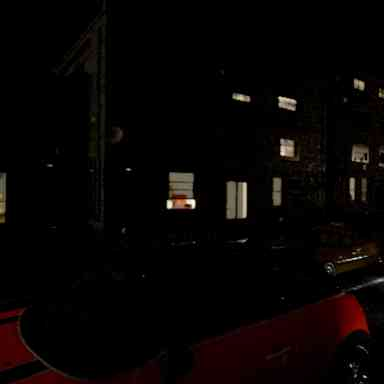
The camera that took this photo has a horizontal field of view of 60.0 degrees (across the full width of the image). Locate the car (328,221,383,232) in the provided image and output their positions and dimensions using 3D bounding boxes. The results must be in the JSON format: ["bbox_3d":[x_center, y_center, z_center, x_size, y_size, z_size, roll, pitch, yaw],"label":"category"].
[{"bbox_3d":[3.929,1.539,9.338,4.829,1.417,1.752,0,0,-35],"label":"car"}]

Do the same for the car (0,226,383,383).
[{"bbox_3d":[-0.320,1.353,3.148,4.553,1.767,2.097,0,0,-35],"label":"car"}]
